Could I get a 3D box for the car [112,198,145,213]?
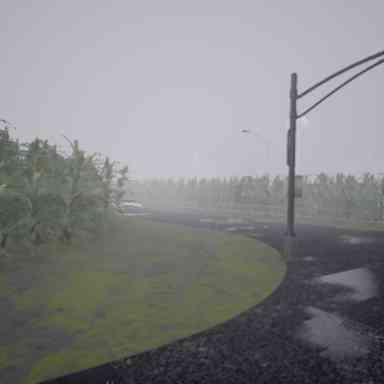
[{"bbox_3d":[-6.588,1.334,33.893,1.812,1.442,4.674,2,-1,-38],"label":"car"}]
